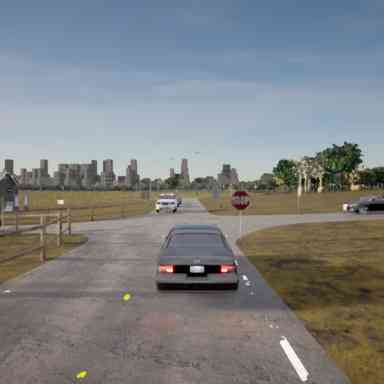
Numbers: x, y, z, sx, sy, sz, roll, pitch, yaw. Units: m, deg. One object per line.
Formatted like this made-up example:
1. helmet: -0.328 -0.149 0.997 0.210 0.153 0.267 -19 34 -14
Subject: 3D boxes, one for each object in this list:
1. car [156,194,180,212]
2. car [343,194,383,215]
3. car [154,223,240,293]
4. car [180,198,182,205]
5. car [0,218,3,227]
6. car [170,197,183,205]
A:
1. car: -2.865 1.227 38.363 2.150 2.045 5.566 0 0 0
2. car: 14.197 0.889 25.595 4.902 1.511 2.128 -2 0 0
3. car: 0.094 1.548 8.975 2.033 1.411 5.357 0 0 0
4. car: -2.862 1.540 50.324 1.812 1.442 4.674 0 0 0
5. car: -15.576 2.026 22.591 5.008 1.535 1.882 -2 0 0
6. car: -2.841 1.587 62.383 2.033 1.411 5.357 0 0 0
